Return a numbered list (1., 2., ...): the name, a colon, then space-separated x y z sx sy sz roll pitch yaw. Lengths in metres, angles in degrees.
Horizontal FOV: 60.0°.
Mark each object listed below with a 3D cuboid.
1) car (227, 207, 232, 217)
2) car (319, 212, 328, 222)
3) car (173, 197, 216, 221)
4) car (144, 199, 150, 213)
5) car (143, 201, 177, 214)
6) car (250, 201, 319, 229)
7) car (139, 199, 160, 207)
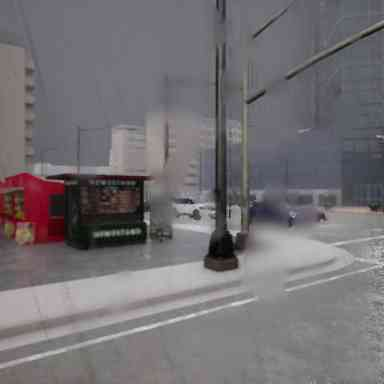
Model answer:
1. car: 1.961 1.714 33.877 1.882 1.535 5.008 0 -1 -36
2. car: 7.729 1.667 25.932 2.033 1.411 5.357 0 -1 -36
3. car: 0.194 1.432 30.355 2.150 2.045 5.566 0 -1 -36
4. car: -7.397 1.888 40.840 2.128 1.511 4.902 0 -1 -36
5. car: -4.124 1.878 42.286 2.128 1.511 4.902 0 -1 -36
6. car: 5.829 1.452 22.587 2.097 1.767 4.553 0 -1 -36
7. car: -8.531 2.207 66.561 2.128 1.511 4.902 0 -1 -36
